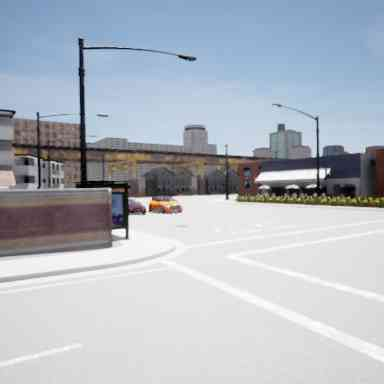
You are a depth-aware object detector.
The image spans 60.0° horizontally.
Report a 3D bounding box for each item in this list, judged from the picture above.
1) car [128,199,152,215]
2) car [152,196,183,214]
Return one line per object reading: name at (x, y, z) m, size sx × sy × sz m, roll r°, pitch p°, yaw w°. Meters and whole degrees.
car at (-5.910, 1.491, 32.050) m, size 1.994 × 1.385 × 4.181 m, roll -1°, pitch 1°, yaw -31°
car at (-2.701, 1.202, 33.473) m, size 2.097 × 1.767 × 4.553 m, roll -1°, pitch 1°, yaw -31°
